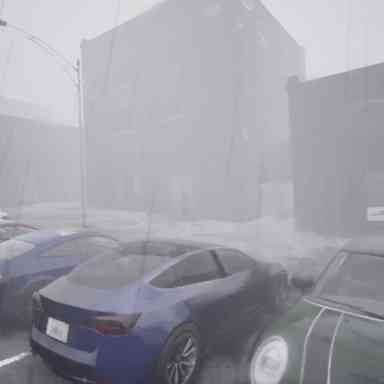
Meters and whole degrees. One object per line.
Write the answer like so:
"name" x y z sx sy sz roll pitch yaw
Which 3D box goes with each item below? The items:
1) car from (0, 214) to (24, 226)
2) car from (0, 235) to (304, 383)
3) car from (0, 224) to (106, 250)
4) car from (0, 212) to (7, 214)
"car" -4.962 1.463 8.854 2.002 1.452 4.674 0 0 35
"car" -0.057 1.490 5.395 2.163 1.488 4.792 0 0 35
"car" -2.468 1.482 7.075 2.002 1.452 4.674 0 0 36
"car" -7.370 1.279 10.536 2.185 1.767 4.553 0 0 35
